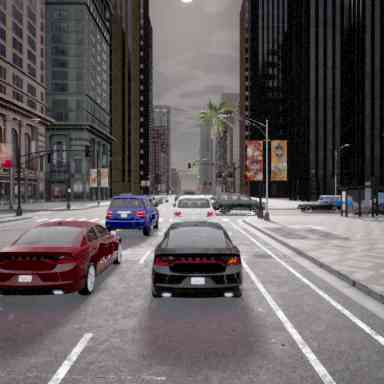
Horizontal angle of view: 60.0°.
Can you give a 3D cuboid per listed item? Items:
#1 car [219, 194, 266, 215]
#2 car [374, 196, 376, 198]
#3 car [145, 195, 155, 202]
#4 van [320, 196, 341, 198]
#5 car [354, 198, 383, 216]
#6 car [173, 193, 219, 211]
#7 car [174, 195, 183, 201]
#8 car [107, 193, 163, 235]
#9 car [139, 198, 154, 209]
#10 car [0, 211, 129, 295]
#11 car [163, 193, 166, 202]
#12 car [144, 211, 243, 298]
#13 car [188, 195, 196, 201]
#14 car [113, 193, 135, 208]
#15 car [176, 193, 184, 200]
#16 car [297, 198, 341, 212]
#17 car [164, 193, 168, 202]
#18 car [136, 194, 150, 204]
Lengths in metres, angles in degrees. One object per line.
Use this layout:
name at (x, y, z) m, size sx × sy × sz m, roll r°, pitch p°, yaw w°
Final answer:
car at (4.967, 1.220, 34.160) m, size 5.566 × 2.045 × 2.150 m, roll 0°, pitch 1°, yaw 9°
car at (23.993, 1.197, 37.094) m, size 5.566 × 2.045 × 2.150 m, roll 0°, pitch 0°, yaw 0°
car at (-9.771, 1.528, 77.313) m, size 1.812 × 1.442 × 4.674 m, roll 0°, pitch 0°, yaw 0°
van at (17.055, 1.314, 39.756) m, size 3.998 × 1.788 × 1.690 m, roll 0°, pitch 0°, yaw 0°
car at (17.062, 1.548, 31.232) m, size 4.403 × 1.369 × 2.008 m, roll 0°, pitch 0°, yaw 0°
car at (0.097, 1.221, 18.533) m, size 2.150 × 2.045 × 5.566 m, roll 0°, pitch 0°, yaw 0°
car at (-3.272, 1.496, 81.605) m, size 1.837 × 1.490 × 4.892 m, roll 0°, pitch 0°, yaw 0°
car at (-3.184, 1.221, 18.592) m, size 2.150 × 2.045 × 5.566 m, roll 0°, pitch 0°, yaw 2°
car at (-6.268, 1.602, 46.545) m, size 1.895 × 1.301 × 4.718 m, roll 0°, pitch 0°, yaw -5°
car at (-3.152, 1.477, 8.727) m, size 1.882 × 1.535 × 5.008 m, roll 0°, pitch 0°, yaw 0°
car at (-6.586, 1.493, 61.209) m, size 2.128 × 1.511 × 4.902 m, roll 0°, pitch 0°, yaw 0°
car at (0.097, 1.477, 8.573) m, size 1.882 × 1.535 × 5.008 m, roll 0°, pitch 0°, yaw 0°
car at (-0.022, 1.504, 83.199) m, size 1.837 × 1.490 × 4.892 m, roll 0°, pitch 0°, yaw 0°
car at (-9.855, 1.222, 48.657) m, size 2.150 × 2.045 × 5.566 m, roll 0°, pitch 0°, yaw 0°
car at (-3.274, 1.193, 91.995) m, size 2.097 × 1.767 × 4.553 m, roll 0°, pitch 0°, yaw 0°
car at (14.235, 1.583, 37.093) m, size 4.718 × 1.301 × 1.895 m, roll 0°, pitch 0°, yaw 0°
car at (-6.520, 1.229, 73.895) m, size 2.150 × 2.045 × 5.566 m, roll 0°, pitch 0°, yaw 0°
car at (-9.788, 1.354, 67.040) m, size 2.097 × 1.767 × 4.553 m, roll 0°, pitch 0°, yaw 0°
